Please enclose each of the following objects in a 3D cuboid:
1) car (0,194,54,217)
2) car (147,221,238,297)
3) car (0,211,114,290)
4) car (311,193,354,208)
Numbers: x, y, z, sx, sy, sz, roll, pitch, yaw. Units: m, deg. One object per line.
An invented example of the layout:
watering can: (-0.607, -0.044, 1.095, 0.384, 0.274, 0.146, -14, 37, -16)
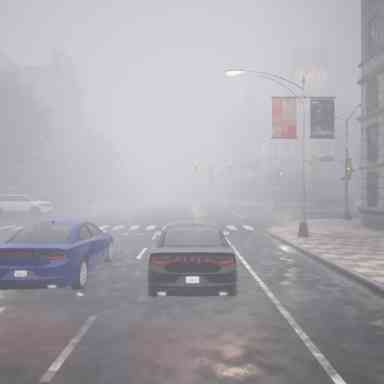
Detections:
car: (-15.888, 1.224, 31.021, 5.566, 2.045, 2.150, 0, 0, 0)
car: (0.007, 1.478, 8.651, 1.882, 1.535, 5.008, 0, 0, 0)
car: (-3.489, 1.478, 9.118, 1.882, 1.535, 5.008, 0, 0, -2)
car: (19.583, 1.221, 46.347, 5.566, 2.045, 2.150, 0, 0, 0)
